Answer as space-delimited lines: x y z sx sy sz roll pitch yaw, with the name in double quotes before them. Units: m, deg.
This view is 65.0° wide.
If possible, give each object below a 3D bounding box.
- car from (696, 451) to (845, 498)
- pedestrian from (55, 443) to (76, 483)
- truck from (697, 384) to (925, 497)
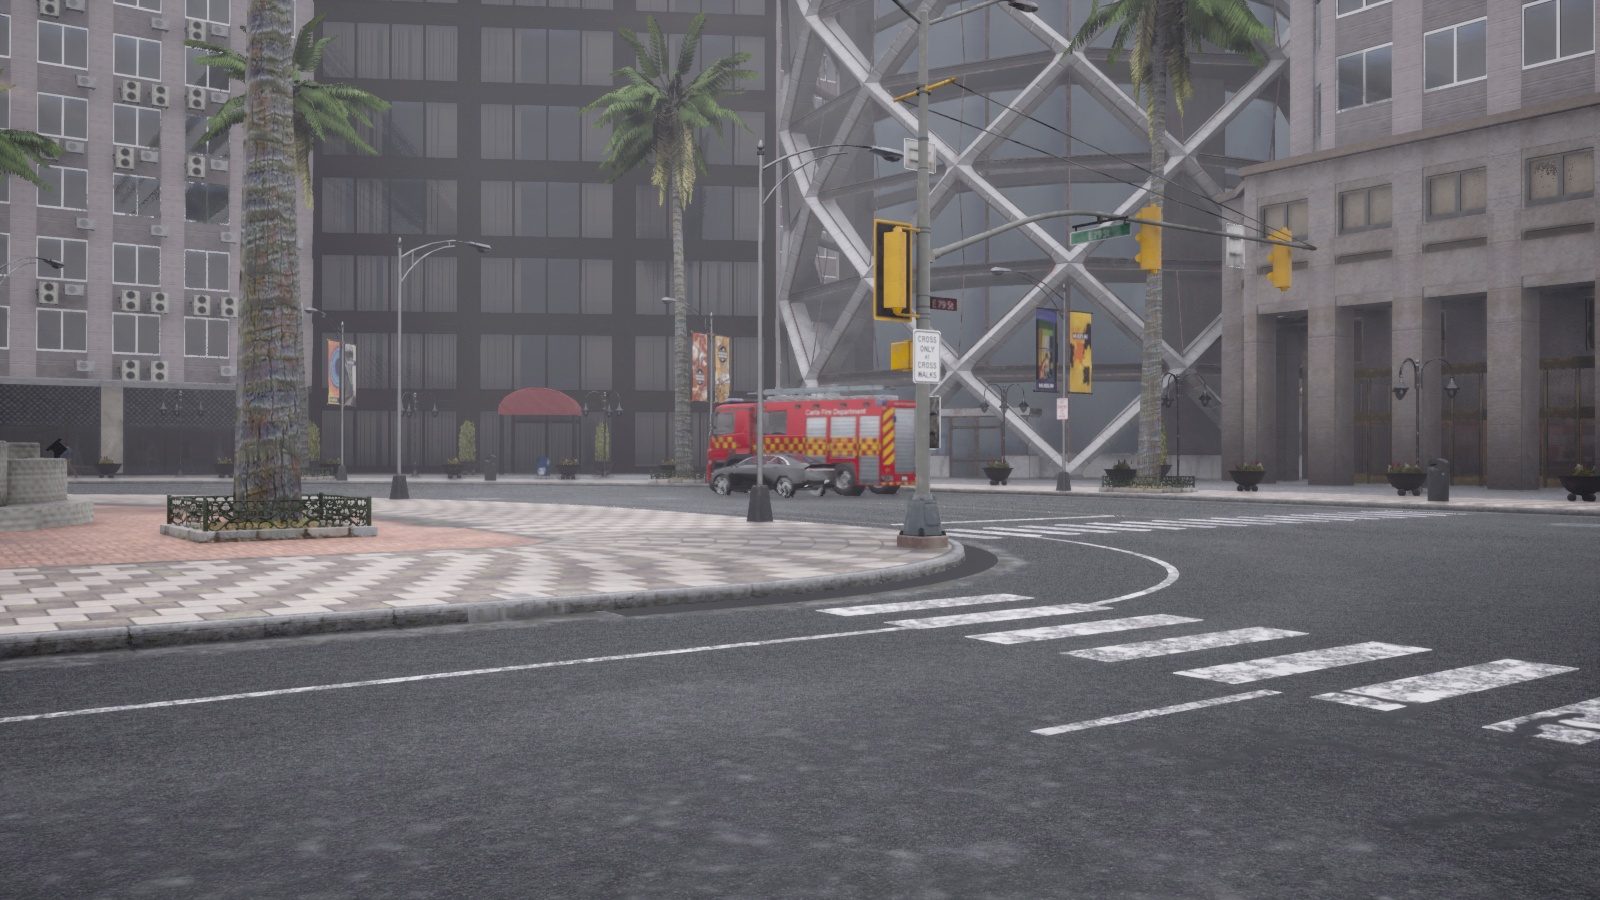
"car" -1.040 0.808 42.780 4.902 1.511 2.128 0 0 40
"pedestrian" -35.948 0.628 61.474 0.788 1.949 0.423 0 0 -11
"truck" 0.254 -0.307 46.231 8.468 3.827 2.891 0 0 40
